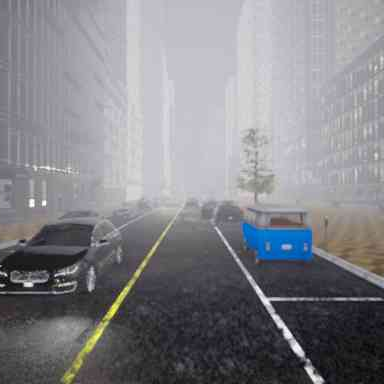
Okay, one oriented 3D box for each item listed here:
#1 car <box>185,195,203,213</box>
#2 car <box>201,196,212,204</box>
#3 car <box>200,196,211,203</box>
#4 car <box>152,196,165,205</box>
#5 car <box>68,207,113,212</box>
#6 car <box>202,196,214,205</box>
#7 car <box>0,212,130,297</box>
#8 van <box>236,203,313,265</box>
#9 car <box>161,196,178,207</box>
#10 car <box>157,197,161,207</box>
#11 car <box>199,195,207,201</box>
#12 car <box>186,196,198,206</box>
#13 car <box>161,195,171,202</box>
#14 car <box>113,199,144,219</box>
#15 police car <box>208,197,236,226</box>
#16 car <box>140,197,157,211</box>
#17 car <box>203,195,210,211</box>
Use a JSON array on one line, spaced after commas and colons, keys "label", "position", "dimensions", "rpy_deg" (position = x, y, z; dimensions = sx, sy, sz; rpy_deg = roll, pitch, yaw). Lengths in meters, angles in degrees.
[{"label": "car", "position": [0.024, 1.456, 42.791], "dimensions": [2.128, 1.511, 4.902], "rpy_deg": [0, 0, 0]}, {"label": "car", "position": [2.707, 1.532, 62.532], "dimensions": [1.802, 1.307, 4.206], "rpy_deg": [0, 0, 0]}, {"label": "car", "position": [2.709, 1.498, 68.221], "dimensions": [2.008, 1.369, 4.403], "rpy_deg": [0, 0, 0]}, {"label": "car", "position": [-5.674, 1.499, 56.866], "dimensions": [1.887, 1.381, 4.507], "rpy_deg": [0, 0, 0]}, {"label": "car", "position": [-5.681, 1.550, 17.043], "dimensions": [1.947, 1.339, 4.313], "rpy_deg": [0, 0, 0]}, {"label": "car", "position": [2.706, 1.499, 56.843], "dimensions": [1.887, 1.381, 4.507], "rpy_deg": [0, 0, 0]}, {"label": "car", "position": [-3.100, 1.496, 8.735], "dimensions": [1.837, 1.490, 4.892], "rpy_deg": [0, 0, 0]}, {"label": "van", "position": [2.700, 1.331, 11.332], "dimensions": [1.690, 1.788, 3.998], "rpy_deg": [0, 0, 0]}, {"label": "car", "position": [-3.068, 1.560, 49.166], "dimensions": [1.895, 1.301, 4.718], "rpy_deg": [0, 0, 0]}, {"label": "car", "position": [-5.675, 1.509, 51.178], "dimensions": [2.008, 1.369, 4.403], "rpy_deg": [0, 0, 0]}, {"label": "car", "position": [2.712, 1.505, 85.287], "dimensions": [1.947, 1.339, 4.313], "rpy_deg": [0, 0, 0]}, {"label": "car", "position": [0.010, 1.460, 55.356], "dimensions": [1.837, 1.490, 4.892], "rpy_deg": [0, 0, 0]}, {"label": "car", "position": [-5.671, 1.488, 73.934], "dimensions": [1.887, 1.381, 4.507], "rpy_deg": [0, 0, 0]}, {"label": "car", "position": [-5.679, 1.526, 28.421], "dimensions": [2.008, 1.369, 4.403], "rpy_deg": [0, 0, 0]}, {"label": "police car", "position": [2.372, 1.405, 23.076], "dimensions": [1.930, 1.638, 5.238], "rpy_deg": [0, 0, 0]}, {"label": "car", "position": [-5.676, 1.406, 39.800], "dimensions": [1.967, 1.590, 4.097], "rpy_deg": [0, 0, 0]}, {"label": "car", "position": [2.704, 1.513, 45.465], "dimensions": [2.008, 1.369, 4.403], "rpy_deg": [0, 0, 0]}]
